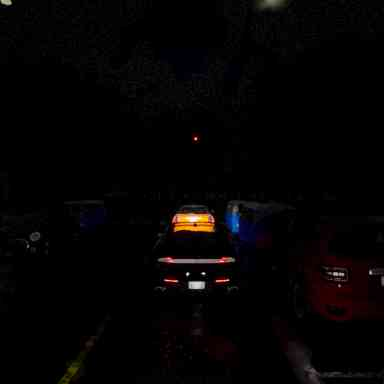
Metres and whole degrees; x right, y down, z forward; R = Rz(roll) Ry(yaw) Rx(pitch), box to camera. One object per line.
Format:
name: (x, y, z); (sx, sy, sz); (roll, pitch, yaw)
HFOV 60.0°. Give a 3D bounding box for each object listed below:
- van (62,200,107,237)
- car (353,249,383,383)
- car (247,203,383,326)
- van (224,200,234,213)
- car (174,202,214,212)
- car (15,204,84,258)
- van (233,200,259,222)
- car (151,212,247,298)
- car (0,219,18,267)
van: (-5.798, 1.342, 17.846); (1.690, 1.788, 3.998); (0, 0, 0)
car: (2.760, 1.440, 1.550); (1.967, 1.590, 4.097); (0, 0, 0)
car: (2.749, 1.315, 6.988); (2.192, 1.841, 5.009); (0, 0, 0)
van: (2.727, 1.342, 17.863); (1.690, 1.788, 3.998); (0, 0, 0)
car: (0.104, 1.353, 17.558); (2.097, 1.767, 4.553); (0, 0, 1)
car: (-5.787, 1.440, 12.408); (1.967, 1.590, 4.097); (0, 0, 0)
van: (2.738, 1.342, 12.425); (1.690, 1.788, 3.998); (0, 0, 0)
car: (0.086, 1.492, 8.508); (2.128, 1.511, 4.902); (0, 0, 0)
car: (-5.776, 1.525, 6.801); (1.752, 1.417, 4.829); (0, 0, 0)
